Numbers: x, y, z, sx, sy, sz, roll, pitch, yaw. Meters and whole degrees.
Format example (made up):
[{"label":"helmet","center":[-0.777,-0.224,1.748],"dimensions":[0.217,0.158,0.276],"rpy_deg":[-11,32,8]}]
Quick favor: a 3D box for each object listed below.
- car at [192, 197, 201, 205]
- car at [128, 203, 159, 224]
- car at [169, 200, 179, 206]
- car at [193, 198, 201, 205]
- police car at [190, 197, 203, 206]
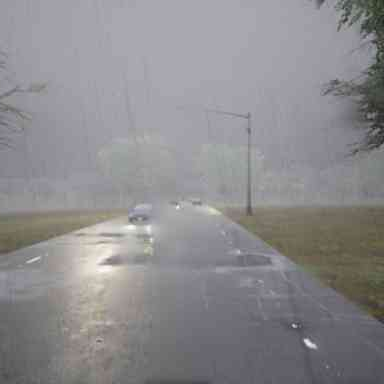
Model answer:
[{"label":"car","center":[1.066,2.180,82.109],"dimensions":[2.097,1.767,4.553],"rpy_deg":[0,-1,0]},{"label":"car","center":[-3.592,1.581,25.311],"dimensions":[1.812,1.442,4.674],"rpy_deg":[0,0,0]},{"label":"car","center":[-3.490,2.180,66.013],"dimensions":[1.895,1.301,4.718],"rpy_deg":[0,-1,0]},{"label":"car","center":[1.066,2.228,76.135],"dimensions":[1.837,1.490,4.892],"rpy_deg":[0,-1,0]},{"label":"police car","center":[1.064,1.984,66.247],"dimensions":[1.930,1.638,5.238],"rpy_deg":[0,-1,0]}]
